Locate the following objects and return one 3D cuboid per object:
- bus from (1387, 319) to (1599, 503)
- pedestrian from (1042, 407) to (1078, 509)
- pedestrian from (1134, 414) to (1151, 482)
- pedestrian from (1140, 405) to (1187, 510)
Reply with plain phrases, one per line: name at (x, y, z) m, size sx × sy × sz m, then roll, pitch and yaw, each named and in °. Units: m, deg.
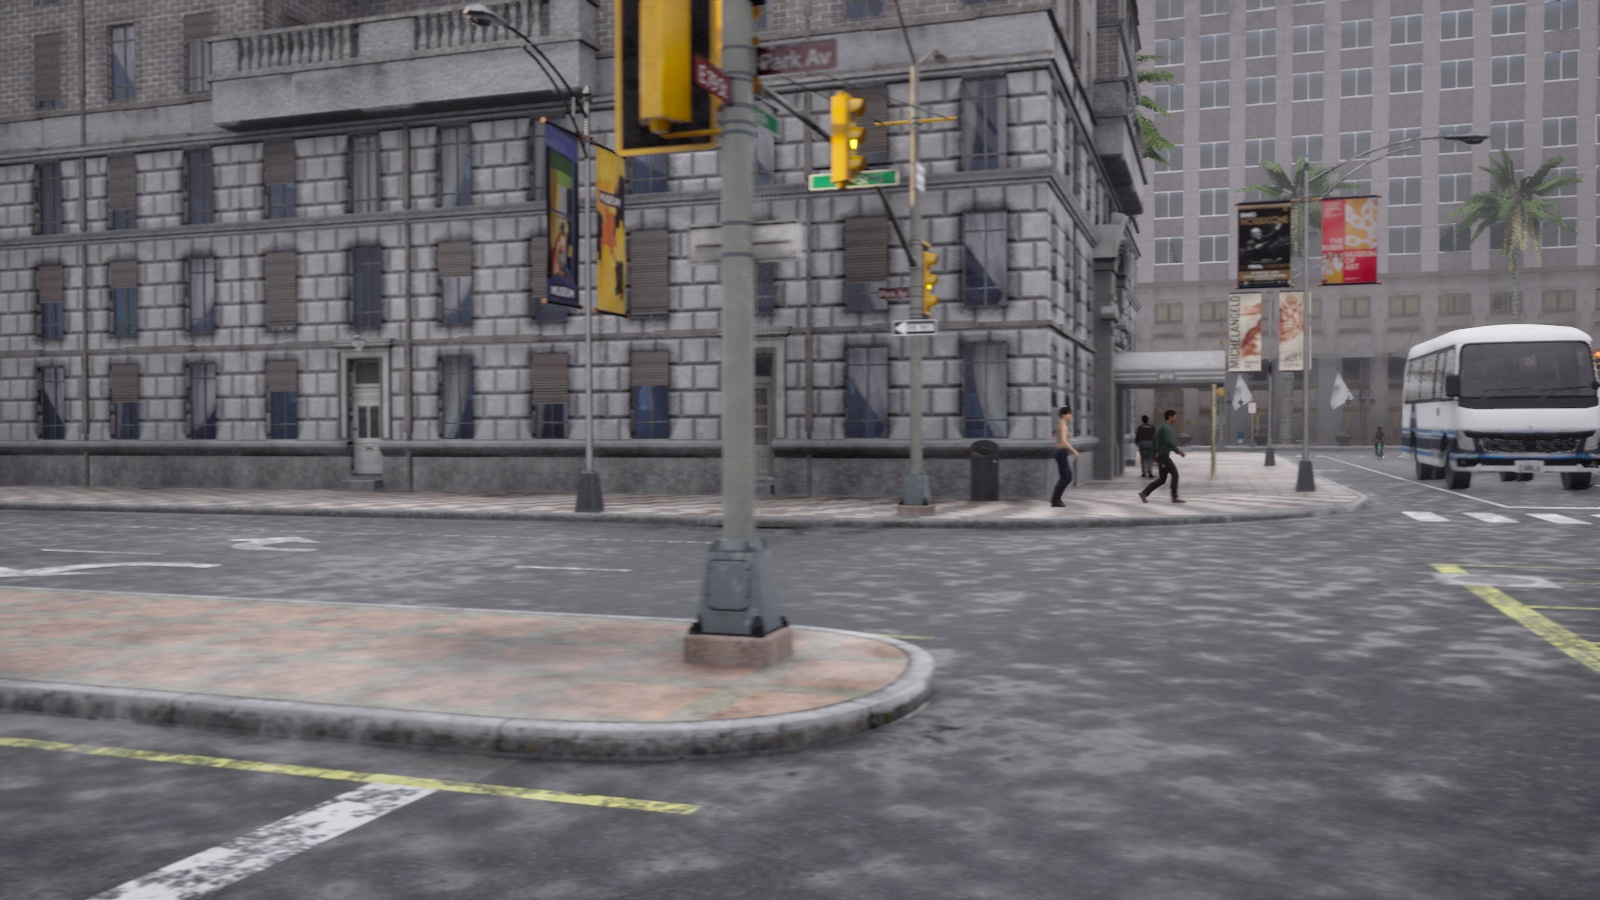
bus at (18.911, -1.031, 34.432) m, size 3.944 × 4.253 × 10.273 m, roll 1°, pitch 2°, yaw 19°
pedestrian at (4.693, 0.138, 22.694) m, size 0.594 × 1.836 × 0.345 m, roll 0°, pitch 1°, yaw 5°
pedestrian at (9.967, -0.063, 36.512) m, size 0.402 × 1.930 × 0.666 m, roll 0°, pitch 1°, yaw 10°
pedestrian at (6.794, 0.133, 23.485) m, size 0.788 × 1.949 × 0.423 m, roll 0°, pitch 1°, yaw 10°
